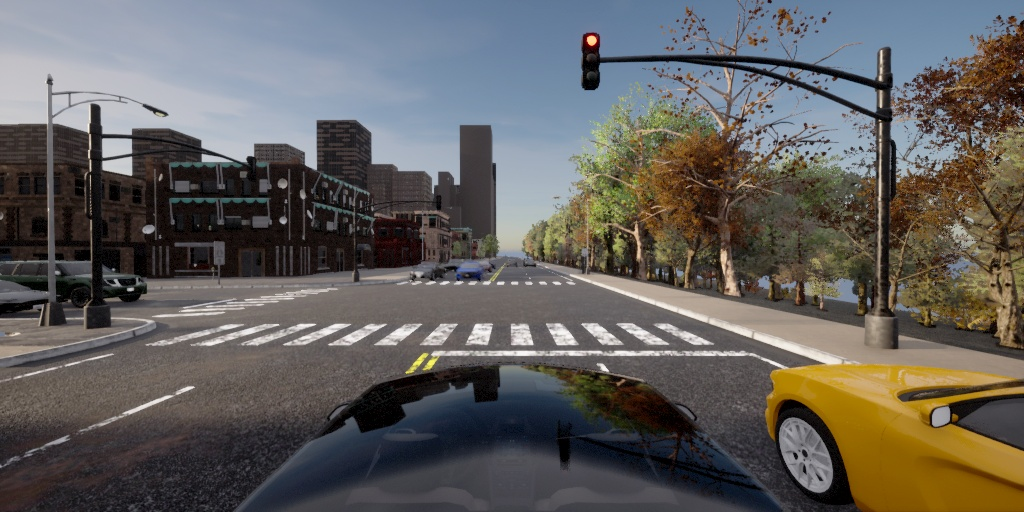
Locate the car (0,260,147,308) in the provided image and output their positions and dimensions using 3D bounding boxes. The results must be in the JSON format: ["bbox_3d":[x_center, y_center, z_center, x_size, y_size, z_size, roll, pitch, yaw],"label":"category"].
[{"bbox_3d":[-20.012,1.194,16.183,5.566,2.045,2.150,-1,1,0],"label":"car"}]

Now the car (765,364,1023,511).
[{"bbox_3d":[3.351,1.228,1.378,1.882,1.535,5.008,0,0,0],"label":"car"}]

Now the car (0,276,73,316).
[{"bbox_3d":[-19.960,1.565,13.482,4.313,1.339,1.948,0,0,0],"label":"car"}]

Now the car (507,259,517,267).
[{"bbox_3d":[0.023,1.218,65.469,2.128,1.511,4.902,0,0,1],"label":"car"}]

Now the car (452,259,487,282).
[{"bbox_3d":[-3.379,1.219,29.555,1.882,1.535,5.008,0,0,0],"label":"car"}]

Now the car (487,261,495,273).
[{"bbox_3d":[-3.385,1.262,42.953,1.812,1.442,4.674,0,0,0],"label":"car"}]

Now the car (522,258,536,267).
[{"bbox_3d":[3.272,1.290,64.483,1.994,1.385,4.181,0,0,1],"label":"car"}]

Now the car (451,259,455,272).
[{"bbox_3d":[-6.637,1.087,42.609,2.097,1.767,4.553,0,0,0],"label":"car"}]

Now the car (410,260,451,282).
[{"bbox_3d":[-6.852,1.234,29.433,2.128,1.511,4.902,0,0,4],"label":"car"}]
